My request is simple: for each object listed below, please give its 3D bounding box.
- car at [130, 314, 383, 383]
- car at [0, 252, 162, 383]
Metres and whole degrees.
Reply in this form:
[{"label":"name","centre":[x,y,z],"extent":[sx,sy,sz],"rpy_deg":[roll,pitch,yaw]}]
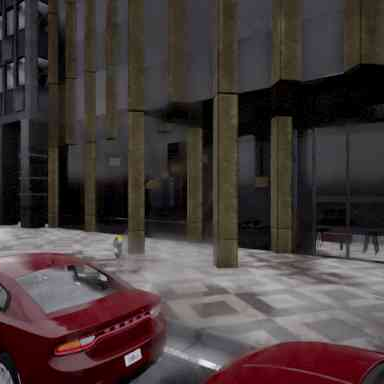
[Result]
[{"label":"car","centre":[2.016,1.545,1.525],"extent":[4.507,1.381,1.887],"rpy_deg":[0,0,35]},{"label":"car","centre":[-2.414,1.545,4.678],"extent":[4.507,1.381,1.887],"rpy_deg":[0,0,35]}]
